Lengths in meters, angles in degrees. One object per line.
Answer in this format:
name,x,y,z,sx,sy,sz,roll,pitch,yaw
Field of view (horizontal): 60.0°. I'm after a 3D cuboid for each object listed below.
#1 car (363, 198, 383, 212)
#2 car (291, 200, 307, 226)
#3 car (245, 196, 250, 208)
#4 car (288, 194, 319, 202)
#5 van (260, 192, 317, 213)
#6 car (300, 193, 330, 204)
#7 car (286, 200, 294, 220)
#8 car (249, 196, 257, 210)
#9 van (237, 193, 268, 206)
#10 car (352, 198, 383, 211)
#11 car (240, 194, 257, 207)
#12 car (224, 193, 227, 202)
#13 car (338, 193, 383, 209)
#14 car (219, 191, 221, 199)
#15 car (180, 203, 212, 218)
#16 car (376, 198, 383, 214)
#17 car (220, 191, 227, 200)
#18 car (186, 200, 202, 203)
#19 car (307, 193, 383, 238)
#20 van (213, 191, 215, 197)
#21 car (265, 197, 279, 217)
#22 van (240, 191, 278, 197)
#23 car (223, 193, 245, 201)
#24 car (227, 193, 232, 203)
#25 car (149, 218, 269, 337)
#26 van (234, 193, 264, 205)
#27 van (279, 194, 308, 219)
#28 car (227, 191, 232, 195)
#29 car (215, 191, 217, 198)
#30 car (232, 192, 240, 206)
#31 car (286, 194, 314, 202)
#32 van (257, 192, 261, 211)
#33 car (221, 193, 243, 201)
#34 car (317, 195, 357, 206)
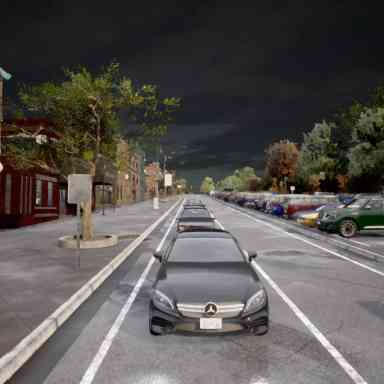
car,22.175,1.469,37.446,4.792,1.488,2.163,0,0,0
car,9.069,1.466,19.854,5.366,1.575,1.946,0,0,0
car,9.107,1.466,39.484,4.674,1.452,2.002,0,0,0
car,21.814,1.209,65.208,5.366,1.575,1.946,0,0,0
van,9.055,1.230,31.070,4.442,1.987,1.878,0,0,0
car,22.072,1.136,59.659,4.553,1.767,2.185,0,1,0
car,9.236,1.506,22.658,4.674,1.452,2.002,0,0,0
car,9.159,1.470,36.676,4.792,1.488,2.163,0,0,0
van,9.143,1.113,50.698,4.442,1.987,1.878,0,1,0
car,22.213,1.452,40.229,4.792,1.488,2.163,0,0,0
car,9.095,1.409,42.287,4.892,1.521,2.231,0,0,0
car,8.941,1.279,61.912,4.674,1.452,2.002,0,1,0
car,22.135,1.153,43.002,5.566,2.045,2.435,0,0,0
car,8.874,0.938,67.515,5.566,2.045,2.435,0,1,0
car,0.188,1.532,17.422,2.033,1.411,5.357,0,0,0
car,22.410,1.444,34.675,5.366,1.575,1.946,0,0,0
car,8.895,0.963,64.712,5.566,2.045,2.435,0,1,0
car,0.211,1.442,29.870,2.128,1.511,4.902,0,0,0
car,9.247,1.221,17.051,5.566,2.045,2.435,0,0,0
van,8.620,0.764,89.940,4.442,1.987,1.878,0,1,0
car,9.187,1.460,28.264,5.008,1.535,2.097,0,0,0
van,9.185,1.163,45.094,4.442,1.987,1.878,0,0,0
car,8.851,1.039,70.319,4.553,1.767,2.185,0,1,0
car,8.979,1.290,56.306,4.892,1.521,2.231,0,1,0
car,0.251,1.524,6.843,1.812,1.442,4.674,0,0,0
van,9.123,1.089,53.501,4.442,1.987,1.878,0,1,0
van,9.330,1.237,25.462,4.442,1.987,1.878,0,0,0
car,8.996,1.139,59.107,4.553,1.767,2.185,0,1,0
car,8.794,1.065,81.533,5.008,1.535,2.097,0,1,0
car,9.019,1.113,47.893,5.566,2.045,2.435,0,1,0
car,21.985,1.188,67.986,4.892,1.521,2.231,0,1,0
van,9.268,1.222,33.873,4.442,1.987,1.878,0,0,0
car,8.830,1.014,73.123,4.553,1.767,2.185,0,1,0
car,22.288,1.332,51.333,5.366,1.575,1.946,0,1,0
